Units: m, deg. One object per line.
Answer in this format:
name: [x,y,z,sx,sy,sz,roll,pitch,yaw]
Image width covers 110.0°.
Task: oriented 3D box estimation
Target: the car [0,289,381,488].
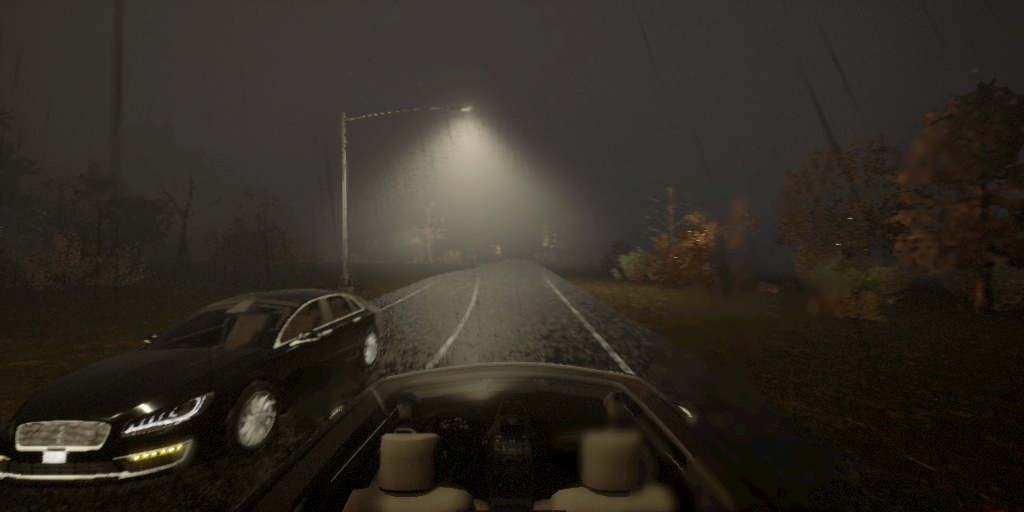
car: [-3.511,1.313,5.209,1.837,1.490,4.892,-1,0,1]
